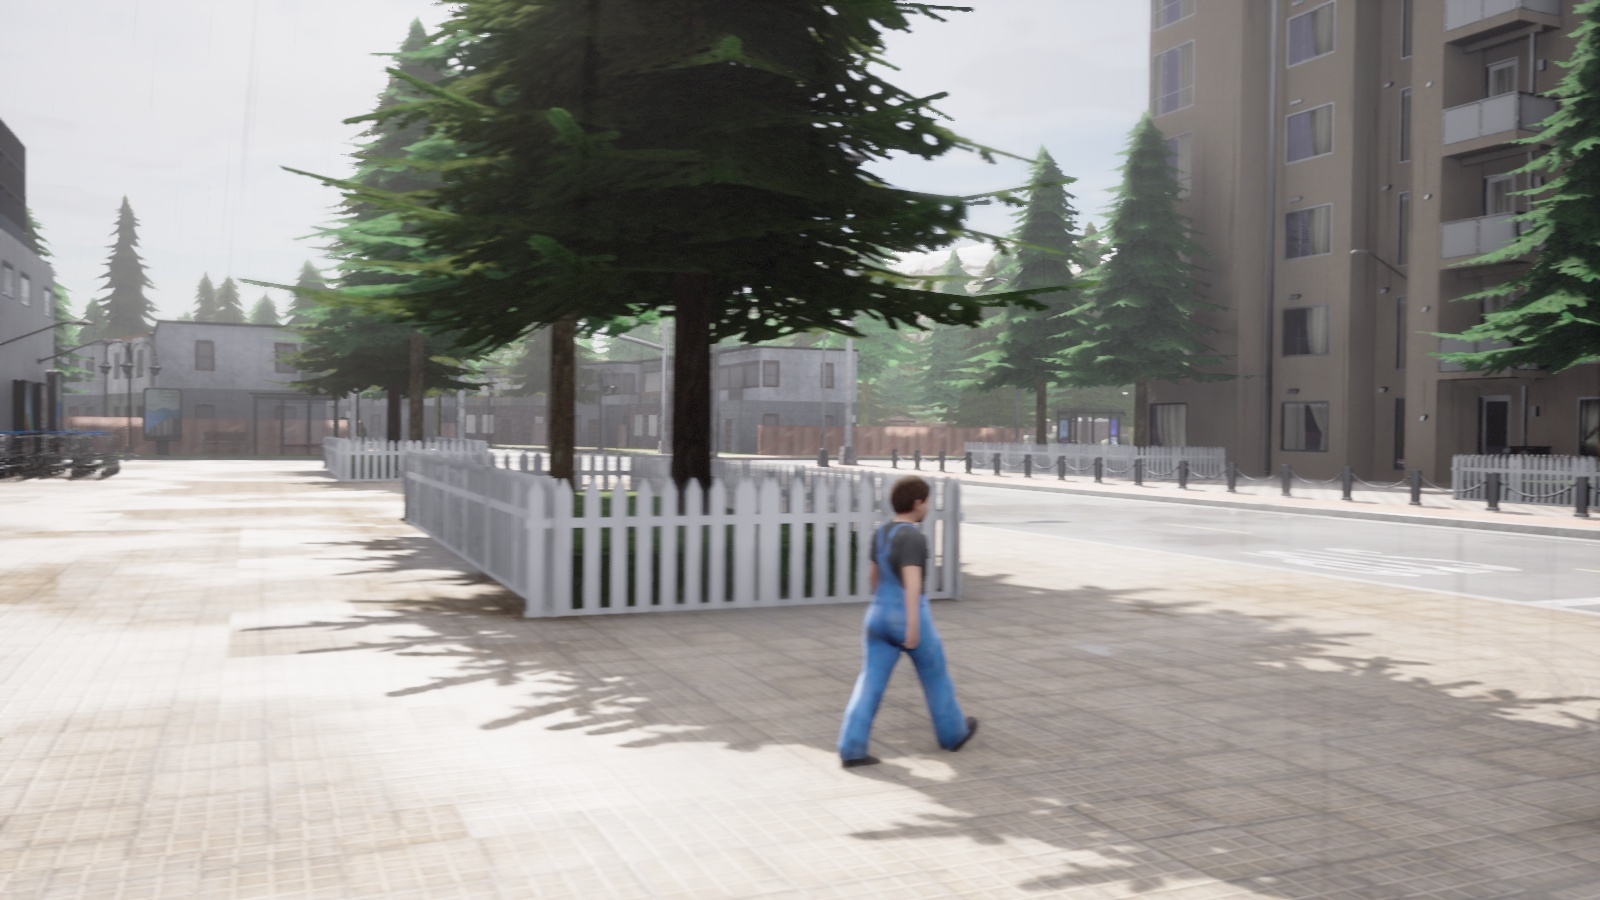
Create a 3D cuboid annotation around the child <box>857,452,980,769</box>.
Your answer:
[{"bbox_3d":[0.499,0.643,5.272,0.437,1.263,0.270,-1,1,-36],"label":"child"}]
